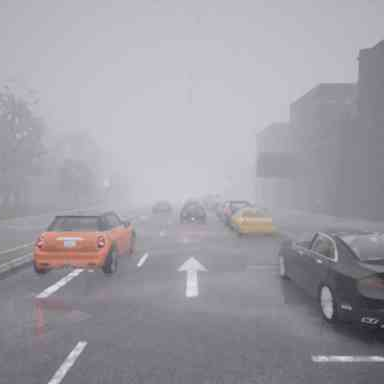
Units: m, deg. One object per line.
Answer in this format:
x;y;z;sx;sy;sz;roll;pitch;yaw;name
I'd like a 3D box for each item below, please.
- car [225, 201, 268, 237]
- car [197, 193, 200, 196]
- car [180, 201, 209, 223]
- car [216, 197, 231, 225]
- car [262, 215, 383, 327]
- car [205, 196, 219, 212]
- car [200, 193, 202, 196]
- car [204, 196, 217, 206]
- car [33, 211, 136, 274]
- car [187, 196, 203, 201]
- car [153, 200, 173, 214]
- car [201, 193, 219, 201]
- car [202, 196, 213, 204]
3.202;1.504;18.356;1.946;1.575;5.366;0;0;0;car
3.077;1.354;84.502;2.435;2.045;5.566;0;0;0;car
0.068;1.640;25.968;1.895;1.301;4.718;0;0;0;car
3.199;1.390;23.666;2.185;1.767;4.553;0;0;0;car
3.216;1.492;7.114;2.231;1.521;4.892;0;0;0;car
3.166;1.541;40.267;2.231;1.521;4.892;0;0;0;car
3.122;1.447;62.468;2.185;1.767;4.553;0;0;0;car
3.132;1.562;57.159;1.946;1.575;5.366;0;0;0;car
-3.163;1.368;10.741;2.097;1.767;4.553;0;0;0;car
0.038;1.568;42.106;1.837;1.490;4.892;0;0;0;car
-3.202;1.619;36.920;1.994;1.385;4.181;0;0;0;car
3.144;1.305;51.477;2.435;2.045;5.566;0;0;0;car
3.110;1.578;68.209;1.946;1.575;5.366;0;0;0;car
